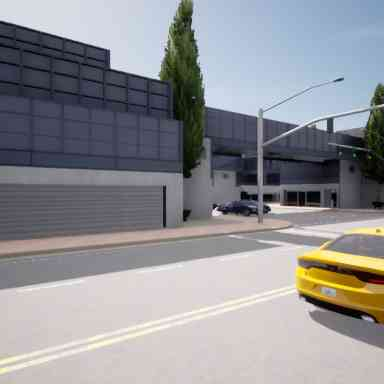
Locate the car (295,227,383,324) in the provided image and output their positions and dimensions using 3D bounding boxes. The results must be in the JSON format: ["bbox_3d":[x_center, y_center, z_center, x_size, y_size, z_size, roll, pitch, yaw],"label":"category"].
[{"bbox_3d":[4.252,1.478,6.880,5.008,1.535,1.882,0,0,-36],"label":"car"}]

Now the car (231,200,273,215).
[{"bbox_3d":[6.397,1.564,35.640,1.994,1.385,4.181,0,0,-37],"label":"car"}]

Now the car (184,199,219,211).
[{"bbox_3d":[1.162,1.601,42.622,1.895,1.301,4.718,0,0,-37],"label":"car"}]

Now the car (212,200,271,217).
[{"bbox_3d":[4.675,1.547,32.105,2.033,1.411,5.357,0,0,-37],"label":"car"}]
